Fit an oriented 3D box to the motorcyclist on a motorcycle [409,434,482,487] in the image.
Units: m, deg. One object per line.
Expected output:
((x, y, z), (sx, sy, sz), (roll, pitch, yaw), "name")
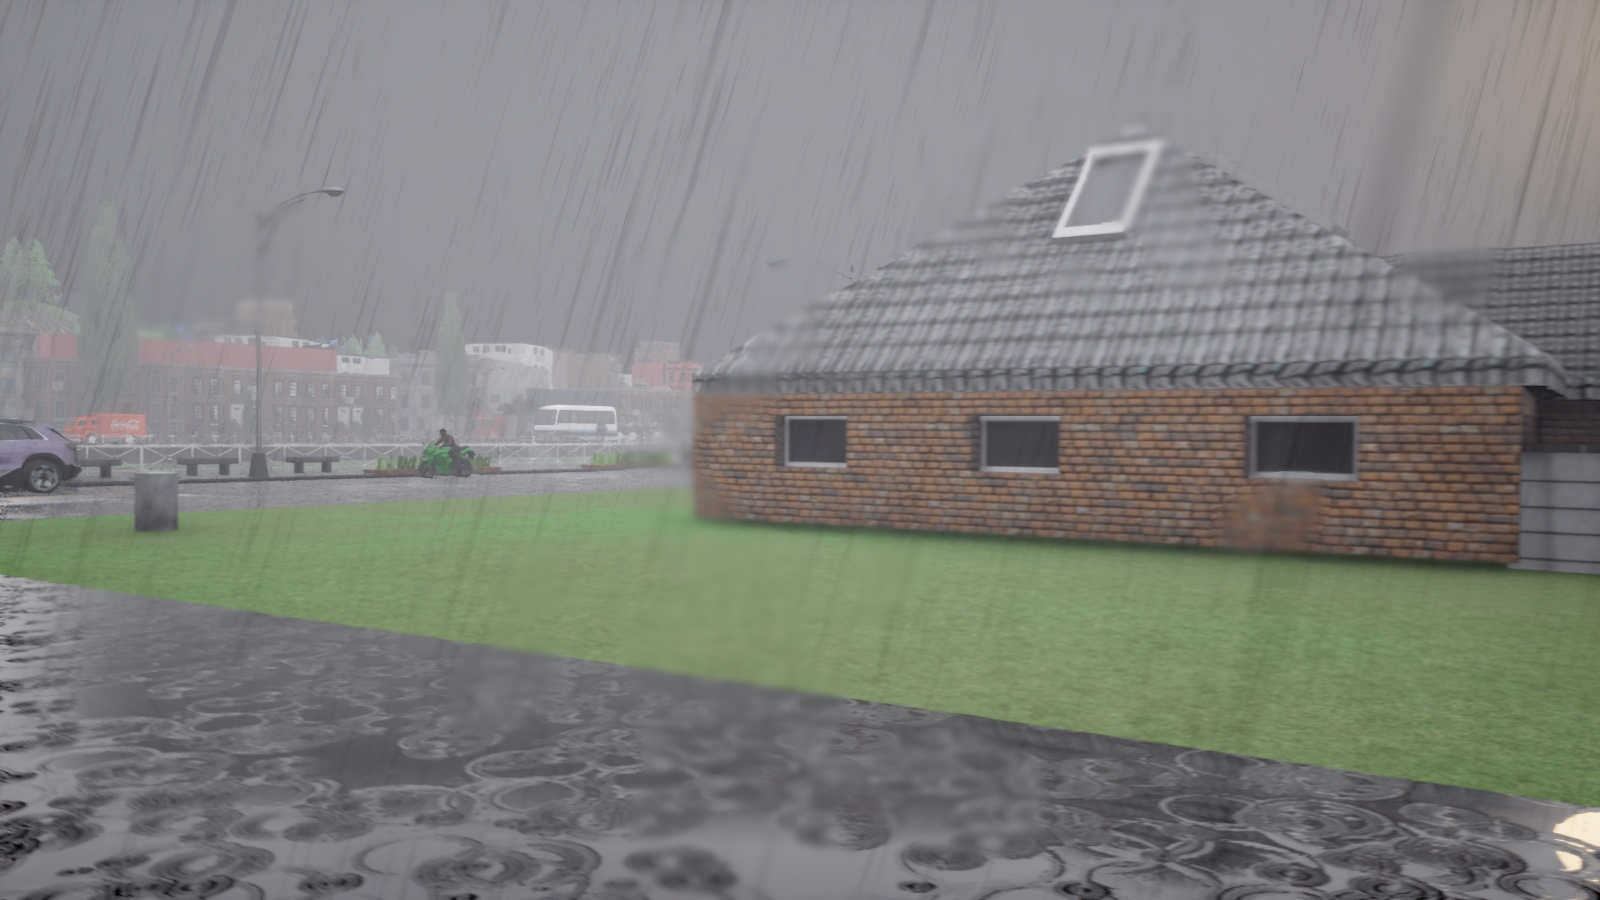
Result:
((-10.586, 0.297, 37.557), (0.797, 1.523, 2.044), (0, 1, 34), "motorcyclist on a motorcycle")

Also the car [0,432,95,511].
((-17.913, 0.462, 26.528), (2.033, 1.649, 4.856), (0, 1, 34), "car")

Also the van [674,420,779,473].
((-2.813, -0.163, 49.257), (1.775, 1.987, 4.442), (0, 1, 34), "van")
